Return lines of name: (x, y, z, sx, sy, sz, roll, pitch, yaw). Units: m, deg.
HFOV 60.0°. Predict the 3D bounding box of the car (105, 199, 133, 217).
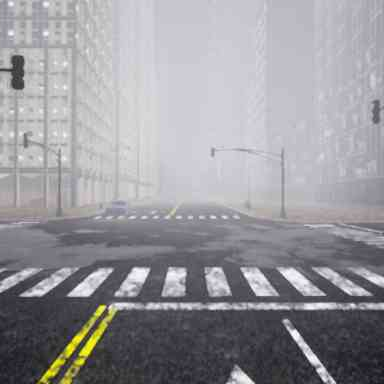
car: (-6.908, 1.488, 31.799, 1.882, 1.535, 5.008, 0, 0, -1)
